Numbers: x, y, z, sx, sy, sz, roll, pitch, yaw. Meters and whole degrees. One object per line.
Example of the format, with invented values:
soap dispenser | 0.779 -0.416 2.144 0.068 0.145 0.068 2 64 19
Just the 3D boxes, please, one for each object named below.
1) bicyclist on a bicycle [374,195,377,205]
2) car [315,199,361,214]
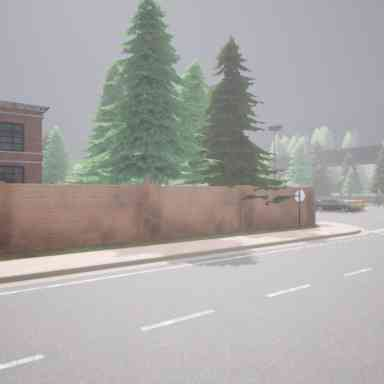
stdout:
bicyclist on a bicycle | 30.122 1.300 54.233 1.656 1.620 0.582 0 0 -35
car | 15.817 1.506 36.369 1.837 1.490 4.892 0 0 -35
